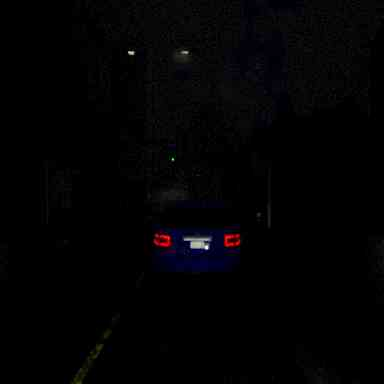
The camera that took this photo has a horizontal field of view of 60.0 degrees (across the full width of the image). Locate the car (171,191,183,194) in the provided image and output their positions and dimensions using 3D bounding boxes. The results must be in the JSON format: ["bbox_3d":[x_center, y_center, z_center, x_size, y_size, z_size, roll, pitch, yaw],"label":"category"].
[{"bbox_3d":[-2.687,0.959,45.094,2.128,1.511,4.902,0,1,-1],"label":"car"}]

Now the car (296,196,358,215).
[{"bbox_3d":[12.837,1.274,32.333,5.009,1.841,2.192,1,0,0],"label":"car"}]

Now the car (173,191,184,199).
[{"bbox_3d":[-2.543,0.533,64.806,1.895,1.301,4.718,0,2,1],"label":"car"}]

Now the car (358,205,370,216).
[{"bbox_3d":[18.235,1.617,32.321,4.206,1.307,1.802,1,0,0],"label":"car"}]

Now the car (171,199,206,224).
[{"bbox_3d":[-0.389,1.382,24.682,1.837,1.490,4.892,1,1,-9],"label":"car"}]

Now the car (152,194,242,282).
[{"bbox_3d":[0.119,1.220,9.884,2.150,2.045,5.566,0,0,0],"label":"car"}]
